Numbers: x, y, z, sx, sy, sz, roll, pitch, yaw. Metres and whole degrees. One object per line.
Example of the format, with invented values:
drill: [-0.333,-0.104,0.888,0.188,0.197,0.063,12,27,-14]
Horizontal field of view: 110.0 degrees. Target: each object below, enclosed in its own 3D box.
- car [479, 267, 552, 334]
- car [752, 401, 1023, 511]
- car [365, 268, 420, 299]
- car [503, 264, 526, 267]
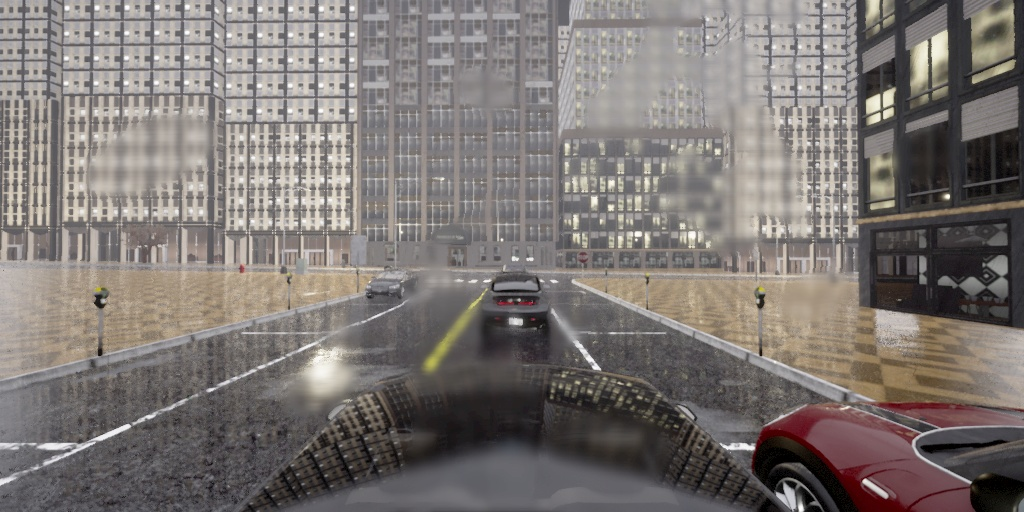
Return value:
car: [0.102,1.260,10.658,1.837,1.490,4.892,0,0,0]
car: [2.691,1.189,0.960,1.967,1.591,4.097,0,0,0]
car: [-5.816,1.307,17.896,2.007,1.370,4.403,0,0,0]
car: [0.158,1.251,21.953,2.128,1.511,4.902,0,0,2]
